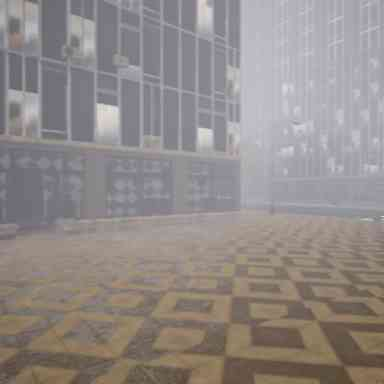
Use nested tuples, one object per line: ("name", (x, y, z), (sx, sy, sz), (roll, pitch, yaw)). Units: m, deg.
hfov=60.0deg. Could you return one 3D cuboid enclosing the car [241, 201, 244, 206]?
("car", (3.340, 1.023, 37.238), (2.033, 1.411, 5.357), (0, 1, -38))
